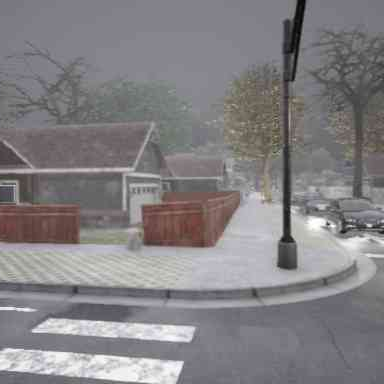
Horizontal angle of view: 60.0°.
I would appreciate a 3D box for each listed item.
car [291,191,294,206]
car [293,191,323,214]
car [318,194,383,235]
[{"bbox_3d":[11.013,0.618,34.976,1.812,1.442,4.674,0,1,11],"label":"car"},{"bbox_3d":[9.273,0.817,25.179,2.128,1.511,4.902,0,1,10],"label":"car"},{"bbox_3d":[7.620,1.053,15.863,1.837,1.490,4.892,0,1,10],"label":"car"}]
